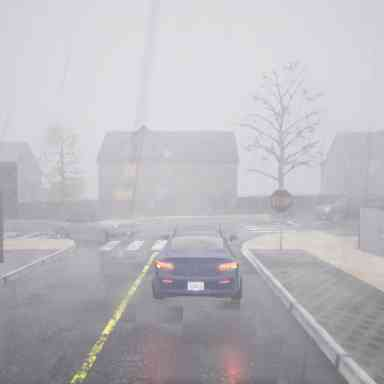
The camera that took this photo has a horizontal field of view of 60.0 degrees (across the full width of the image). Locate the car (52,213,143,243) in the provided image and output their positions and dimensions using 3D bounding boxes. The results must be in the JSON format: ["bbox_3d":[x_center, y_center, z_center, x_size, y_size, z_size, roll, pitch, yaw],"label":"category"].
[{"bbox_3d":[-4.685,1.673,16.333,4.718,1.301,1.895,-3,-1,34],"label":"car"}]

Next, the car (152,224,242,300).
[{"bbox_3d":[0.170,1.525,8.276,1.812,1.442,4.674,0,0,3],"label":"car"}]

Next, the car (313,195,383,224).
[{"bbox_3d":[10.186,1.045,21.360,4.553,1.767,2.097,-1,1,-2],"label":"car"}]
